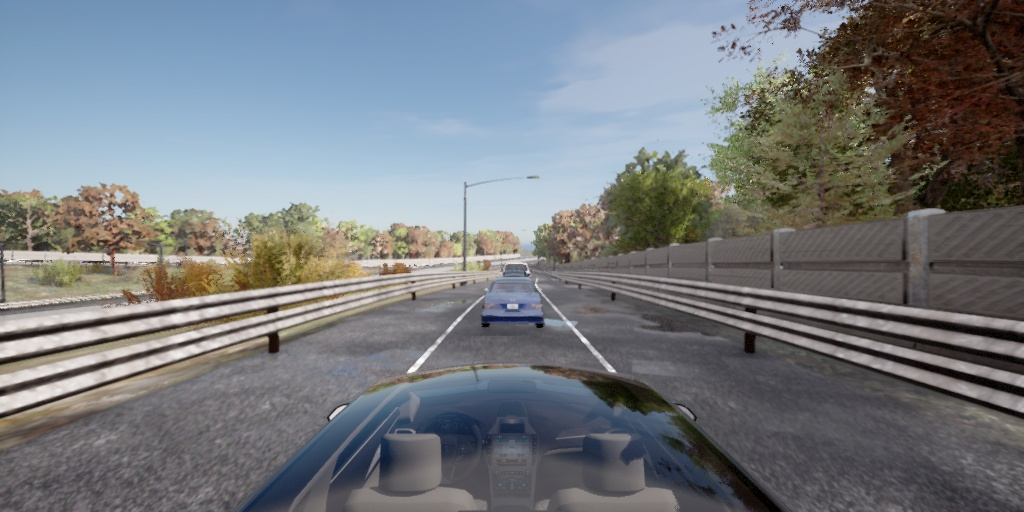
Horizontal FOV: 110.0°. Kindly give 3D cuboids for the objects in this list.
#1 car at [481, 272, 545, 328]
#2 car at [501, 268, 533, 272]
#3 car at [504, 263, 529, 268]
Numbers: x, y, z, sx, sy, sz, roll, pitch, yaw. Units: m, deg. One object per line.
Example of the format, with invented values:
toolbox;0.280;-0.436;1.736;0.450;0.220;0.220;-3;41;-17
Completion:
car;0.030;1.392;11.768;2.033;1.411;5.357;0;-1;0
car;0.173;1.579;20.443;1.837;1.490;4.892;0;-2;1
car;0.366;1.548;26.981;2.150;2.045;5.566;0;-2;2
